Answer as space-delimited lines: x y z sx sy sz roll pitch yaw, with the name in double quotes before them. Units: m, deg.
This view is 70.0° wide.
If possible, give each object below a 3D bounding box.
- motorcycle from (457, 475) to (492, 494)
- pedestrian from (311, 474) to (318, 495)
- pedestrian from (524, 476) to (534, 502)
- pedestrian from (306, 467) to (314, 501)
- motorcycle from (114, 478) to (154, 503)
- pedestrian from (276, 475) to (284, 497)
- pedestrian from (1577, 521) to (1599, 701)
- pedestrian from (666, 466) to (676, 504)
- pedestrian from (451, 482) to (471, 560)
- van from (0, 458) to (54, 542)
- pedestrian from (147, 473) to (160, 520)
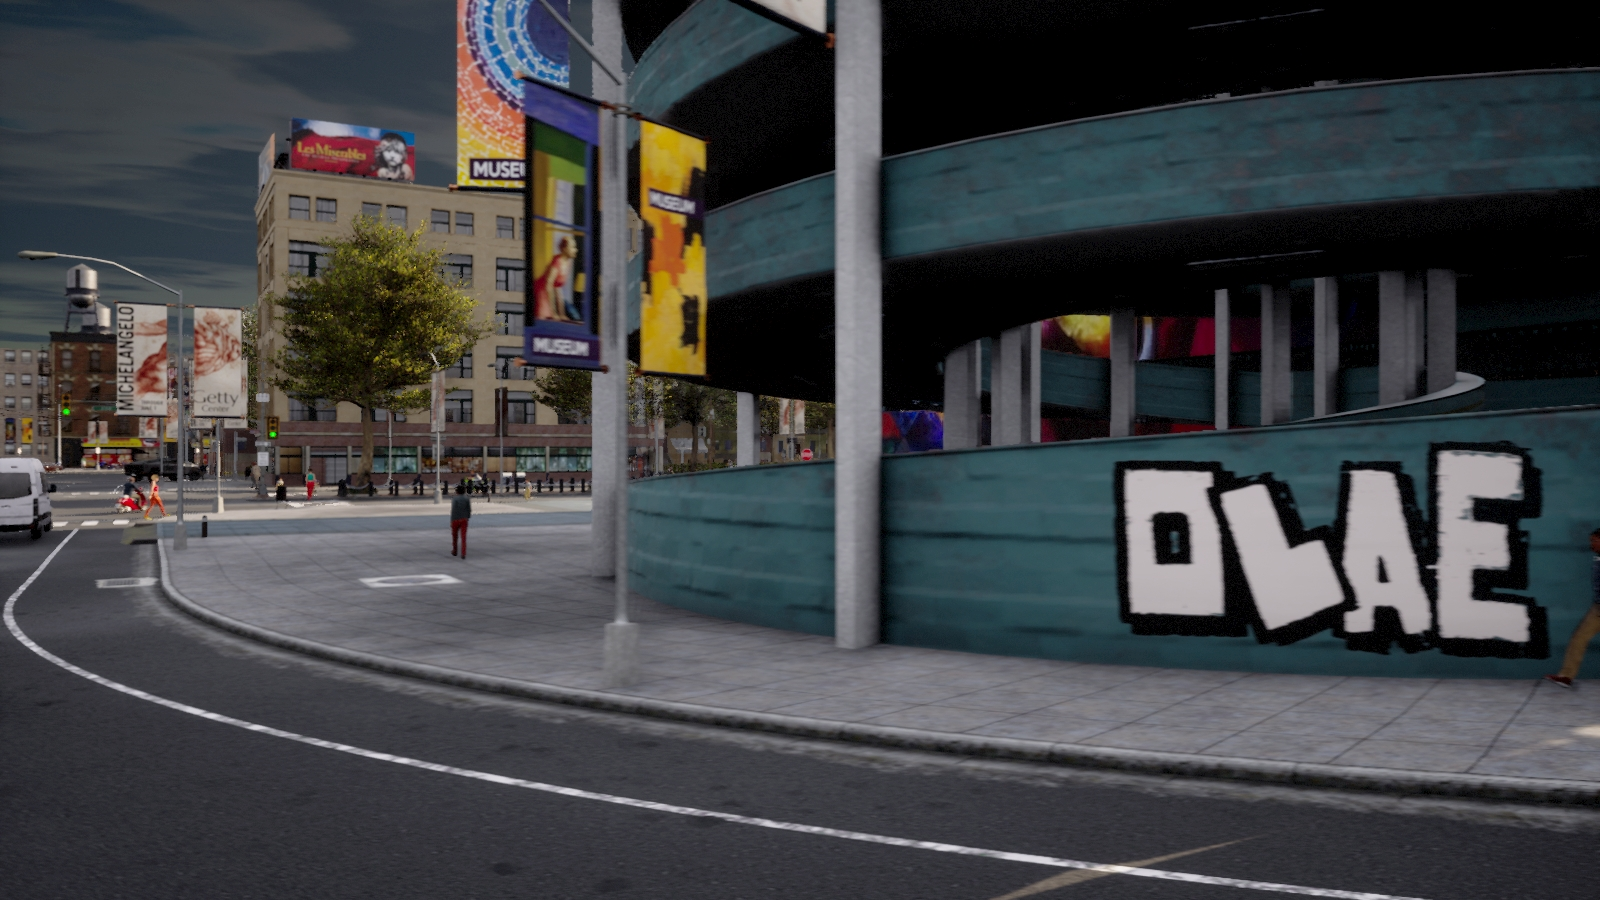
"motorcycle" -21.118 2.234 74.144 2.033 1.145 0.803 0 0 -30
"pedestrian" -30.134 2.148 70.958 0.375 1.300 0.375 0 0 -21
"pedestrian" -13.859 1.993 58.434 0.375 1.300 0.375 0 0 -33
"pedestrian" -26.952 1.865 62.829 0.375 1.860 0.375 0 0 -23
"motorcycle" -36.200 2.198 62.111 0.856 1.236 1.805 4 1 13
"pedestrian" -31.089 2.147 68.317 0.375 1.300 0.375 0 0 -38
"pedestrian" 8.562 1.701 12.149 0.375 1.860 0.375 0 0 9
"pedestrian" -6.377 1.713 56.555 0.375 1.860 0.375 0 0 -36
"pedestrian" -8.203 1.704 27.629 0.375 1.860 0.375 0 0 -30
"van" -25.931 1.543 37.574 1.988 2.561 5.915 0 0 -29
"pedestrian" -25.871 1.860 45.711 0.375 1.860 0.375 0 0 -40
